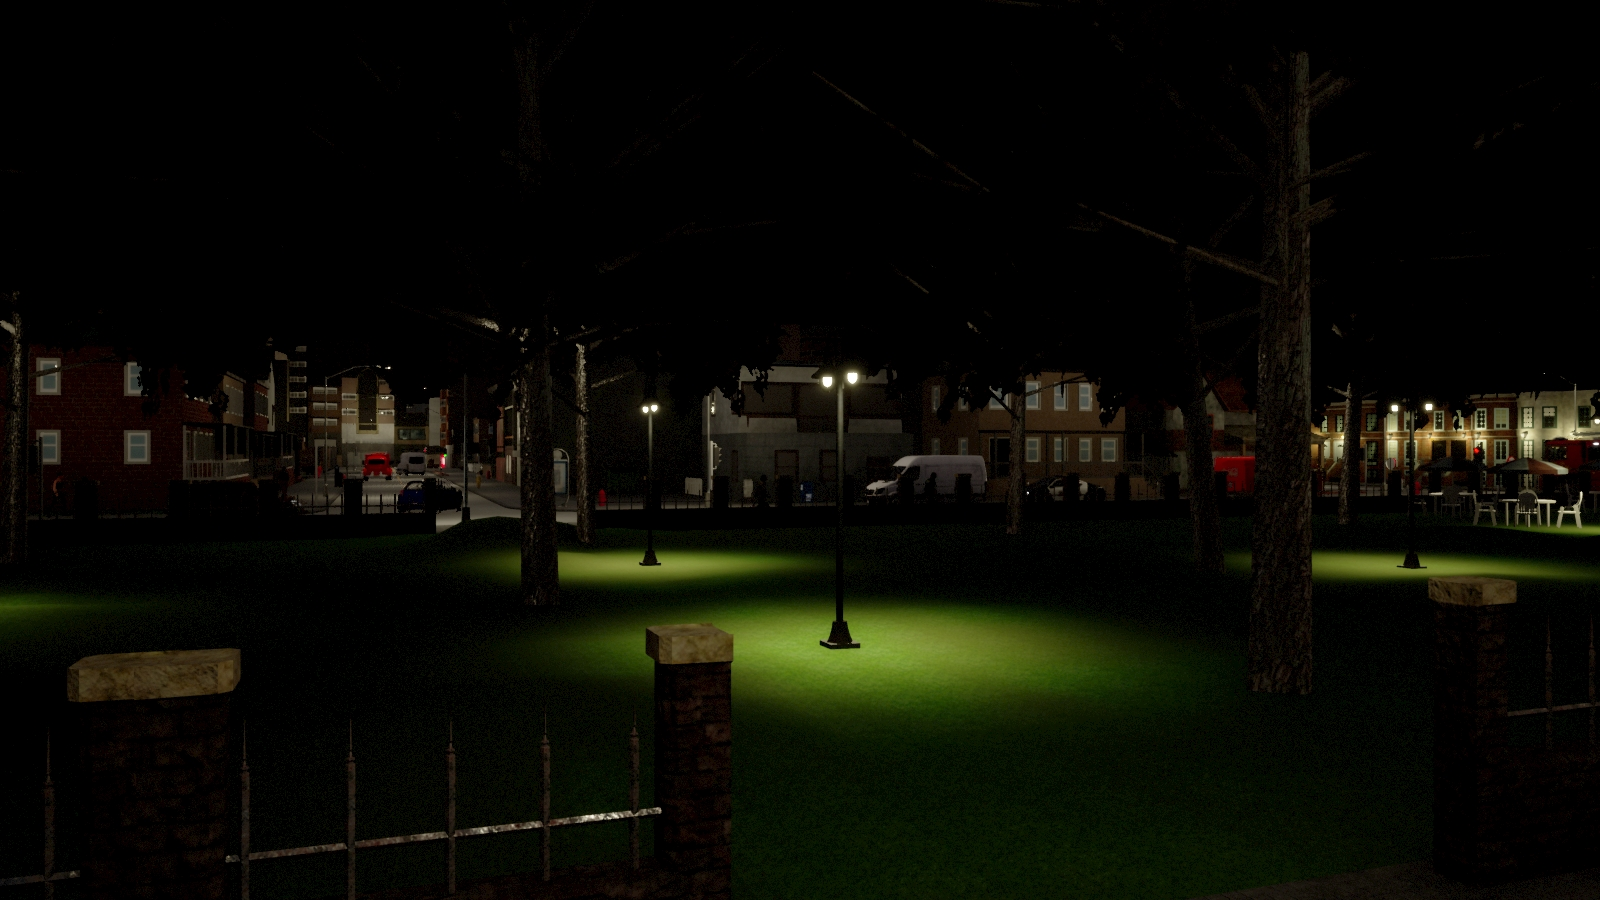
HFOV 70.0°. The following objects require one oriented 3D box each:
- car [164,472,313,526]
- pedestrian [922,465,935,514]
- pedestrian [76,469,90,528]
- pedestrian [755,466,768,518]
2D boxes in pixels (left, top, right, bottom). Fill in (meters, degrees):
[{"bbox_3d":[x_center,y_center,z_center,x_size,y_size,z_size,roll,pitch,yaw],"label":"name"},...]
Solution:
[{"bbox_3d":[-19.804,1.685,40.528,4.553,1.767,2.097,0,0,-20],"label":"car"},{"bbox_3d":[4.957,1.525,43.942,0.375,1.860,0.375,0,0,-20],"label":"pedestrian"},{"bbox_3d":[-22.643,1.525,36.092,0.375,1.860,0.375,0,0,-30],"label":"pedestrian"},{"bbox_3d":[-1.393,1.525,41.609,0.375,1.860,0.375,0,0,-20],"label":"pedestrian"}]
